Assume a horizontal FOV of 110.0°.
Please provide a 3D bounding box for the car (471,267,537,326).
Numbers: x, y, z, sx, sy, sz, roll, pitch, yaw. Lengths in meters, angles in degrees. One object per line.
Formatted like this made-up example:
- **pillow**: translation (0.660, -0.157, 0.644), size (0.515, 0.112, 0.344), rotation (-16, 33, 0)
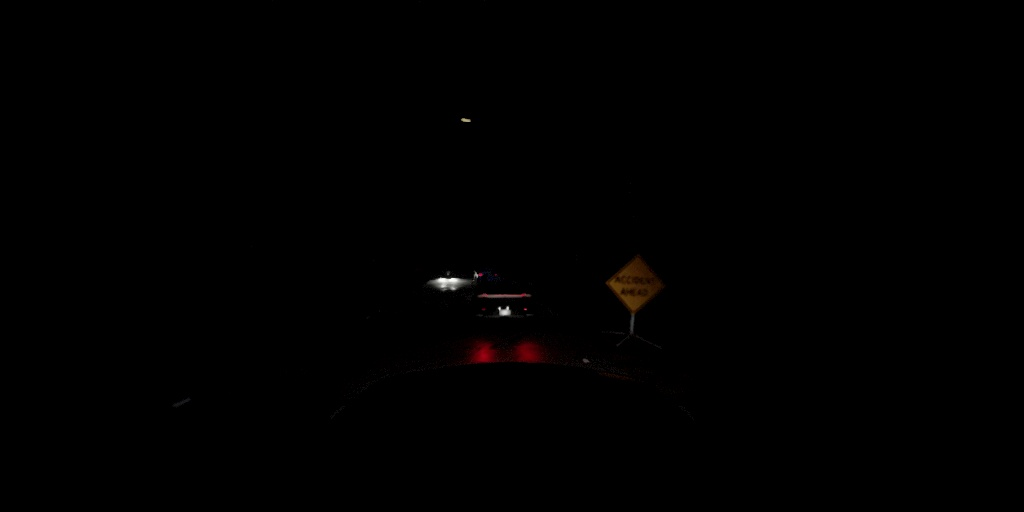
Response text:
- **car**: translation (-0.305, 1.285, 11.852), size (2.128, 1.511, 4.902), rotation (0, 0, -3)

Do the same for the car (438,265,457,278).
- **car**: translation (-7.295, 1.716, 40.612), size (2.128, 1.511, 4.902), rotation (-1, -1, -12)

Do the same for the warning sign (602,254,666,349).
- **warning sign**: translation (2.540, 0.879, 7.688), size (1.300, 1.860, 1.060), rotation (0, 0, -2)
